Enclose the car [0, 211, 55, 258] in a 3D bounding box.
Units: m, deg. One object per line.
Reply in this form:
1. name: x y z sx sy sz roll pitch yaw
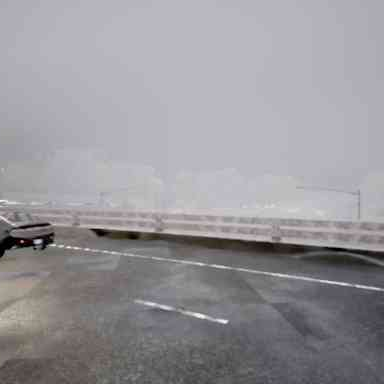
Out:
1. car: -7.236 1.446 12.299 4.902 1.511 2.128 0 1 29
